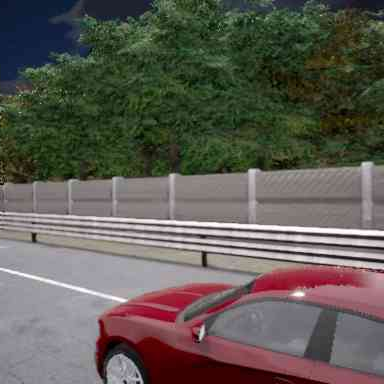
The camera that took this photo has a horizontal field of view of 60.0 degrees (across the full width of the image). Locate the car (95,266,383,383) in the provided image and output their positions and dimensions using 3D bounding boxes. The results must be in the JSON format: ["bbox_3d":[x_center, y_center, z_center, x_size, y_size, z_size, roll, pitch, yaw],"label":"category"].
[{"bbox_3d":[1.158,1.489,3.161,5.008,1.535,1.882,-1,-1,36],"label":"car"}]
